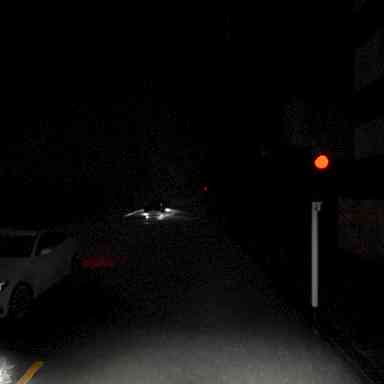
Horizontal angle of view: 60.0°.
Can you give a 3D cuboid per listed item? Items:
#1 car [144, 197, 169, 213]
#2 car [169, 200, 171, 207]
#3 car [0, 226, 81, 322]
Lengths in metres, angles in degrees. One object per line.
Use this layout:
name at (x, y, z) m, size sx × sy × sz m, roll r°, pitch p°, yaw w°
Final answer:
car at (-4.127, 1.352, 37.574) m, size 2.097 × 1.767 × 4.553 m, roll 0°, pitch 0°, yaw 0°
car at (-4.116, 1.601, 47.636) m, size 1.895 × 1.301 × 4.718 m, roll 0°, pitch 0°, yaw 0°
car at (-3.870, 1.526, 7.325) m, size 1.812 × 1.442 × 4.674 m, roll 1°, pitch 0°, yaw -1°
